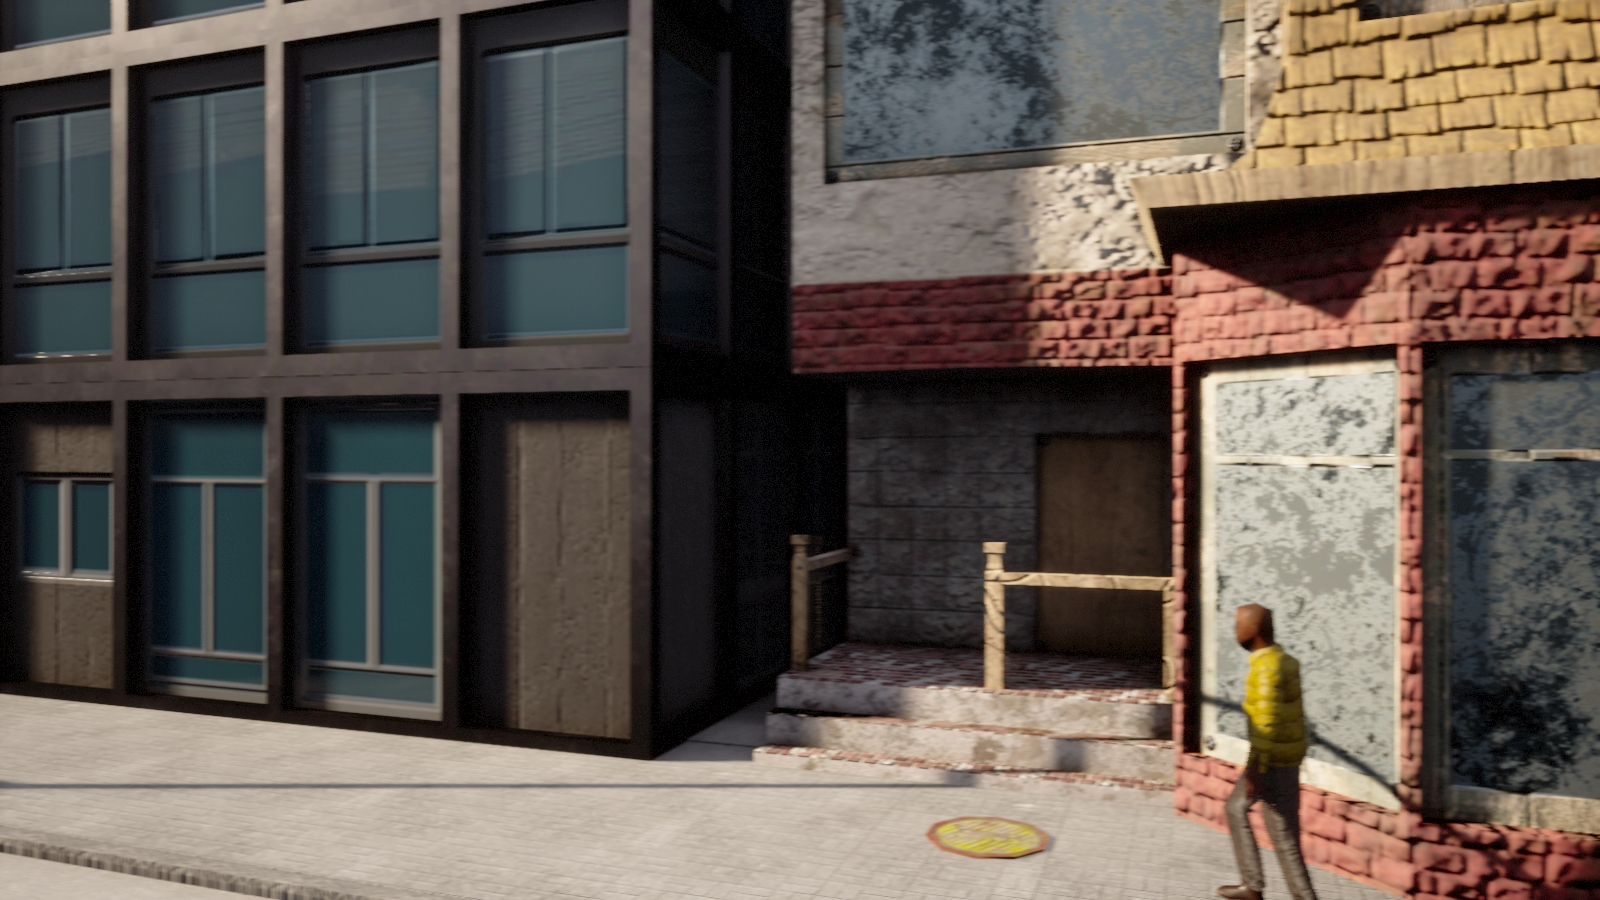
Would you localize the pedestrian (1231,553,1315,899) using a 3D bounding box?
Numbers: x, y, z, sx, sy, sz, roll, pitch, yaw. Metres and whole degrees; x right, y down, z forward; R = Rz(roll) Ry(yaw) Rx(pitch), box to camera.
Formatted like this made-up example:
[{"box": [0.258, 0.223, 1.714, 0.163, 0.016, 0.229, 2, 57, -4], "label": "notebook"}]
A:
[{"box": [2.634, 1.524, 6.354, 0.375, 1.860, 0.375, 0, 0, 32], "label": "pedestrian"}]
